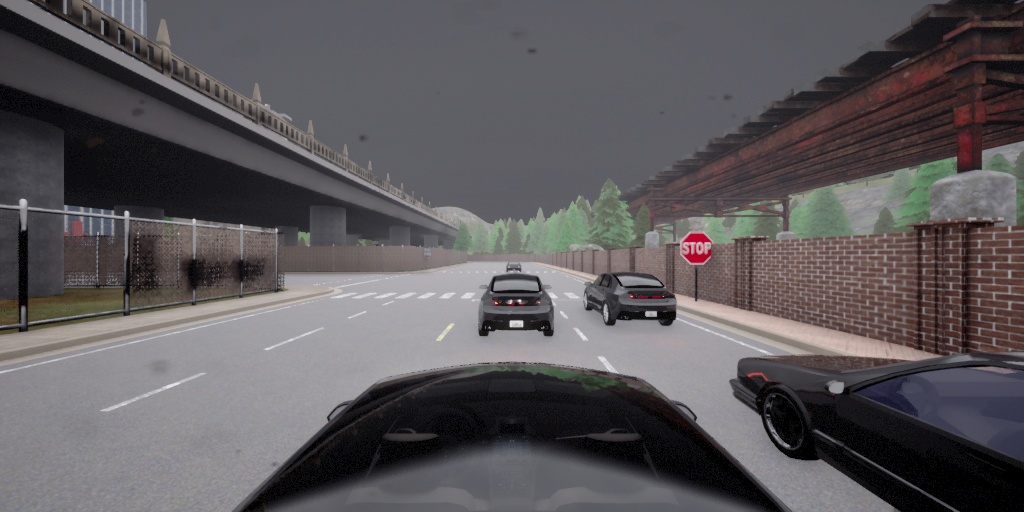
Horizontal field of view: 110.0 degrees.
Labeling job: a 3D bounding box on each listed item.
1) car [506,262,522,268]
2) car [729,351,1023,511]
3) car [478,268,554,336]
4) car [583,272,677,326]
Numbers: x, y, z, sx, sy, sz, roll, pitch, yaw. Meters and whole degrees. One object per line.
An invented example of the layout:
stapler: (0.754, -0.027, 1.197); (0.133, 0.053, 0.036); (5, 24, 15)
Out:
car: (0.219, 1.351, 45.347); (1.895, 1.301, 4.718); (0, 0, -1)
car: (3.600, 1.297, 1.945); (2.033, 1.411, 5.357); (0, 0, 0)
car: (0.103, 1.255, 10.334); (1.837, 1.490, 4.892); (0, 0, 0)
car: (3.605, 1.255, 11.692); (1.837, 1.490, 4.892); (0, 0, 0)
